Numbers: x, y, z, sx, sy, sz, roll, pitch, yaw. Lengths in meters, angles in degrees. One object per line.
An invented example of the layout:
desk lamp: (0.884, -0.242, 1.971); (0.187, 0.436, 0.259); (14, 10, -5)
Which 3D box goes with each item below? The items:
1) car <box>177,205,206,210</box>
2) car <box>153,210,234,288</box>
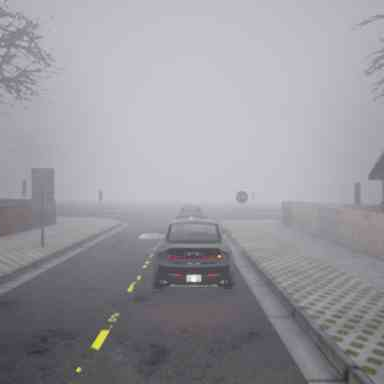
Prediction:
car: (-0.026, 1.534, 21.978); (1.994, 1.385, 4.181); (0, 0, 0)
car: (0.043, 1.492, 9.173); (1.837, 1.490, 4.892); (0, 0, 0)
